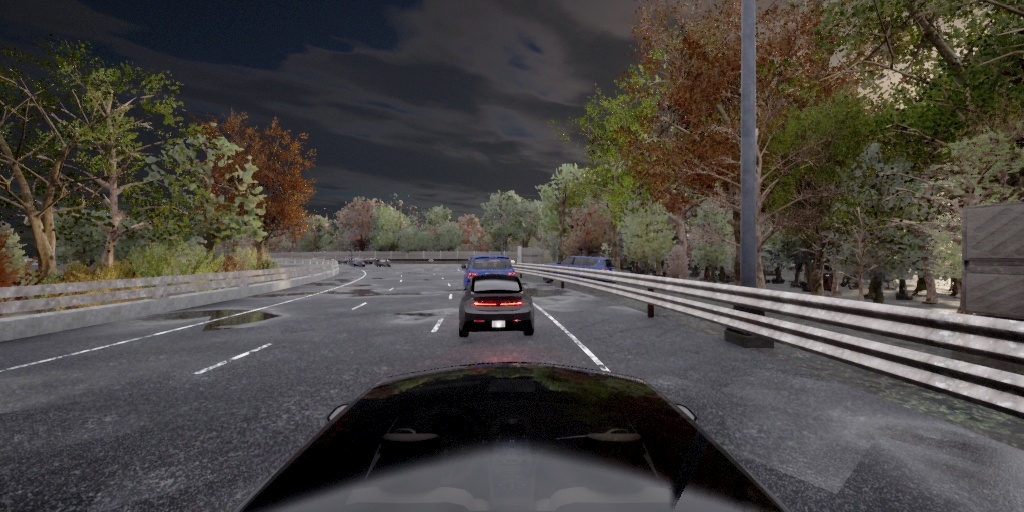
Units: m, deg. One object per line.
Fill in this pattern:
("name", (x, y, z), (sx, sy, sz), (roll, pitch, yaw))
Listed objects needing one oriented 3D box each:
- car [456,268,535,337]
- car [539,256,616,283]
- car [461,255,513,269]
("car", (-0.521, 1.255, 10.334), (1.837, 1.490, 4.892), (0, 0, -5))
("car", (4.609, 1.002, 25.450), (5.566, 2.045, 2.150), (5, 1, 37))
("car", (-1.170, 0.971, 17.008), (2.150, 2.045, 5.566), (0, 0, -9))
